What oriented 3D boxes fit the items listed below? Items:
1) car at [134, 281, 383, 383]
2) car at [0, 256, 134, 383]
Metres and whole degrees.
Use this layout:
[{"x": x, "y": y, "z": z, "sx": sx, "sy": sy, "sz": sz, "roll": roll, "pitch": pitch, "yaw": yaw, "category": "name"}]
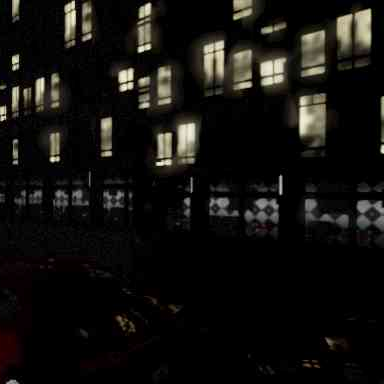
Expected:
[{"x": 2.390, "y": 1.317, "z": 1.165, "sx": 5.009, "sy": 1.841, "sz": 2.192, "roll": 0, "pitch": 0, "yaw": 36, "category": "car"}, {"x": -2.107, "y": 1.540, "z": 4.374, "sx": 4.507, "sy": 1.381, "sz": 1.887, "roll": 0, "pitch": 0, "yaw": 36, "category": "car"}]
